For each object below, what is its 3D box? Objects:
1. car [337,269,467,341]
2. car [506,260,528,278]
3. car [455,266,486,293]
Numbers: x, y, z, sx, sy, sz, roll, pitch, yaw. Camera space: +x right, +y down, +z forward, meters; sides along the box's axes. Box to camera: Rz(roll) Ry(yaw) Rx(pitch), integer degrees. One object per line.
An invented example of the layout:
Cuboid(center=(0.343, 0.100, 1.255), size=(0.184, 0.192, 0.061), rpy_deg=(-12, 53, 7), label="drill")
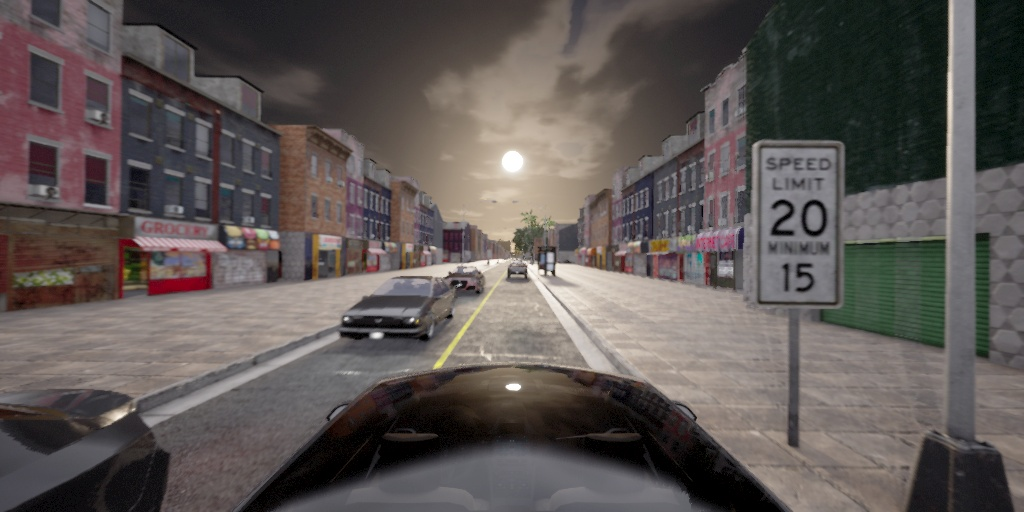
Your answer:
Cuboid(center=(-2.753, 1.259, 10.071), size=(2.033, 1.411, 5.357), rpy_deg=(1, 0, 1), label="car")
Cuboid(center=(0.513, 1.227, 33.518), size=(2.128, 1.511, 4.902), rpy_deg=(1, 0, 1), label="car")
Cuboid(center=(-2.584, 1.270, 20.047), size=(1.994, 1.385, 4.181), rpy_deg=(1, 0, 2), label="car")
